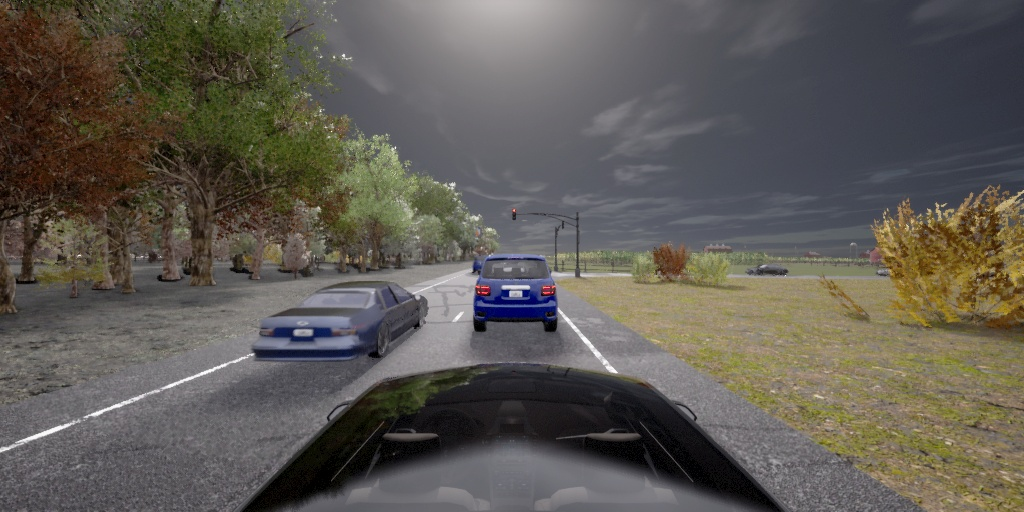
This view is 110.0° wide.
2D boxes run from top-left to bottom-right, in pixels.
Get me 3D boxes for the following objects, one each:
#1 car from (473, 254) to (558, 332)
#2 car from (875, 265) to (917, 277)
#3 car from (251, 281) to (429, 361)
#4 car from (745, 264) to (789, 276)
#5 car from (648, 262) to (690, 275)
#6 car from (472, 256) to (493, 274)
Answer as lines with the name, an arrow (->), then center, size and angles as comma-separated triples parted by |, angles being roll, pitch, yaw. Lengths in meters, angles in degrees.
car -> 0.088, 0.974, 11.011 | 2.150, 2.045, 5.566 | 0, 0, 0
car -> 46.901, 1.814, 43.319 | 4.902, 1.511, 2.128 | 1, -1, 1
car -> -3.409, 1.299, 8.354 | 2.033, 1.411, 5.357 | 0, 0, 0
car -> 30.854, 1.671, 43.401 | 4.674, 1.442, 1.812 | 1, -1, 0
car -> 19.045, 1.494, 43.439 | 5.008, 1.535, 1.882 | 1, -1, 0
car -> -3.470, 0.980, 43.201 | 2.150, 2.045, 5.566 | 0, 0, 0
